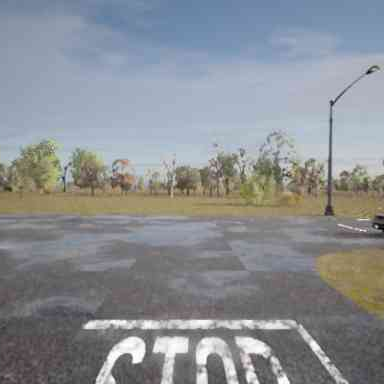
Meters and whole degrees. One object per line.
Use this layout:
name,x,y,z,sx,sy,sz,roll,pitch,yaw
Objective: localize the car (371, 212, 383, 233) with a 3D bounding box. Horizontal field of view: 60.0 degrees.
car,12.091,1.600,17.436,4.892,1.490,1.837,1,1,0
